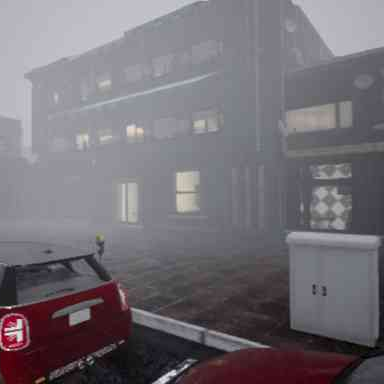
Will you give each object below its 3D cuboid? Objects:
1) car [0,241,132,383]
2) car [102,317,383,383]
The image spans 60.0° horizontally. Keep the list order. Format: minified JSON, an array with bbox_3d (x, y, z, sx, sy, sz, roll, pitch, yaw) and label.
[{"bbox_3d":[-2.859,1.450,4.925,4.097,1.590,1.967,0,-1,35],"label":"car"},{"bbox_3d":[1.660,1.580,1.705,4.206,1.307,1.802,0,-1,35],"label":"car"}]
